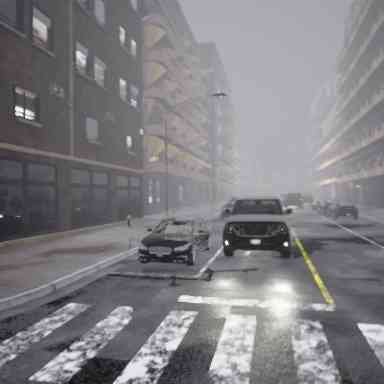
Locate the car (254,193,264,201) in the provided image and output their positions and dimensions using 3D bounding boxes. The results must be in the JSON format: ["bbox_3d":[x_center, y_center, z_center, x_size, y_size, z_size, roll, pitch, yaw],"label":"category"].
[{"bbox_3d":[16.436,1.206,81.872,2.192,1.841,5.009,0,0,13],"label":"car"}]

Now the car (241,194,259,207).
[{"bbox_3d":[8.665,1.245,49.381,2.192,1.841,5.009,0,0,13],"label":"car"}]

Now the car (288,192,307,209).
[{"bbox_3d":[12.990,1.064,42.603,2.150,2.045,5.566,-1,0,14],"label":"car"}]

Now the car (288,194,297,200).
[{"bbox_3d":[25.874,1.314,85.306,1.947,1.339,4.313,0,0,13],"label":"car"}]

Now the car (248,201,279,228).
[{"bbox_3d":[4.887,1.430,22.482,1.837,1.490,4.892,-1,0,14],"label":"car"}]

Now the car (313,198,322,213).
[{"bbox_3d":[12.923,1.365,31.154,2.008,1.369,4.403,0,0,13],"label":"car"}]

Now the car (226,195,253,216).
[{"bbox_3d":[4.780,1.267,33.136,2.192,1.841,5.009,0,0,13],"label":"car"}]

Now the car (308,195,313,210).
[{"bbox_3d":[14.257,1.332,36.734,1.752,1.417,4.829,0,0,13],"label":"car"}]

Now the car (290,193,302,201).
[{"bbox_3d":[23.282,1.075,74.474,2.192,1.841,5.009,0,0,13],"label":"car"}]

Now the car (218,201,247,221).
[{"bbox_3d":[3.486,1.505,27.721,1.887,1.381,4.507,0,0,13],"label":"car"}]

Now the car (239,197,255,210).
[{"bbox_3d":[7.331,1.463,43.800,1.752,1.417,4.829,0,0,13],"label":"car"}]

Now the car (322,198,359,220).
[{"bbox_3d":[11.627,1.373,25.739,2.008,1.369,4.403,0,0,13],"label":"car"}]

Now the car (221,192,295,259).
[{"bbox_3d":[2.573,1.162,12.831,2.150,2.045,5.566,-1,0,13],"label":"car"}]

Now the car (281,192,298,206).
[{"bbox_3d":[15.460,1.051,52.969,2.150,2.045,5.566,-1,0,13],"label":"car"}]

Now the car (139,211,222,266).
[{"bbox_3d":[-0.399,1.537,11.474,2.008,1.369,4.403,0,0,13],"label":"car"}]

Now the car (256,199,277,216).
[{"bbox_3d":[7.236,1.436,32.268,1.812,1.442,4.674,-1,0,14],"label":"car"}]

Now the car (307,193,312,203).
[{"bbox_3d":[18.102,1.100,52.814,2.192,1.841,5.009,0,0,13],"label":"car"}]
